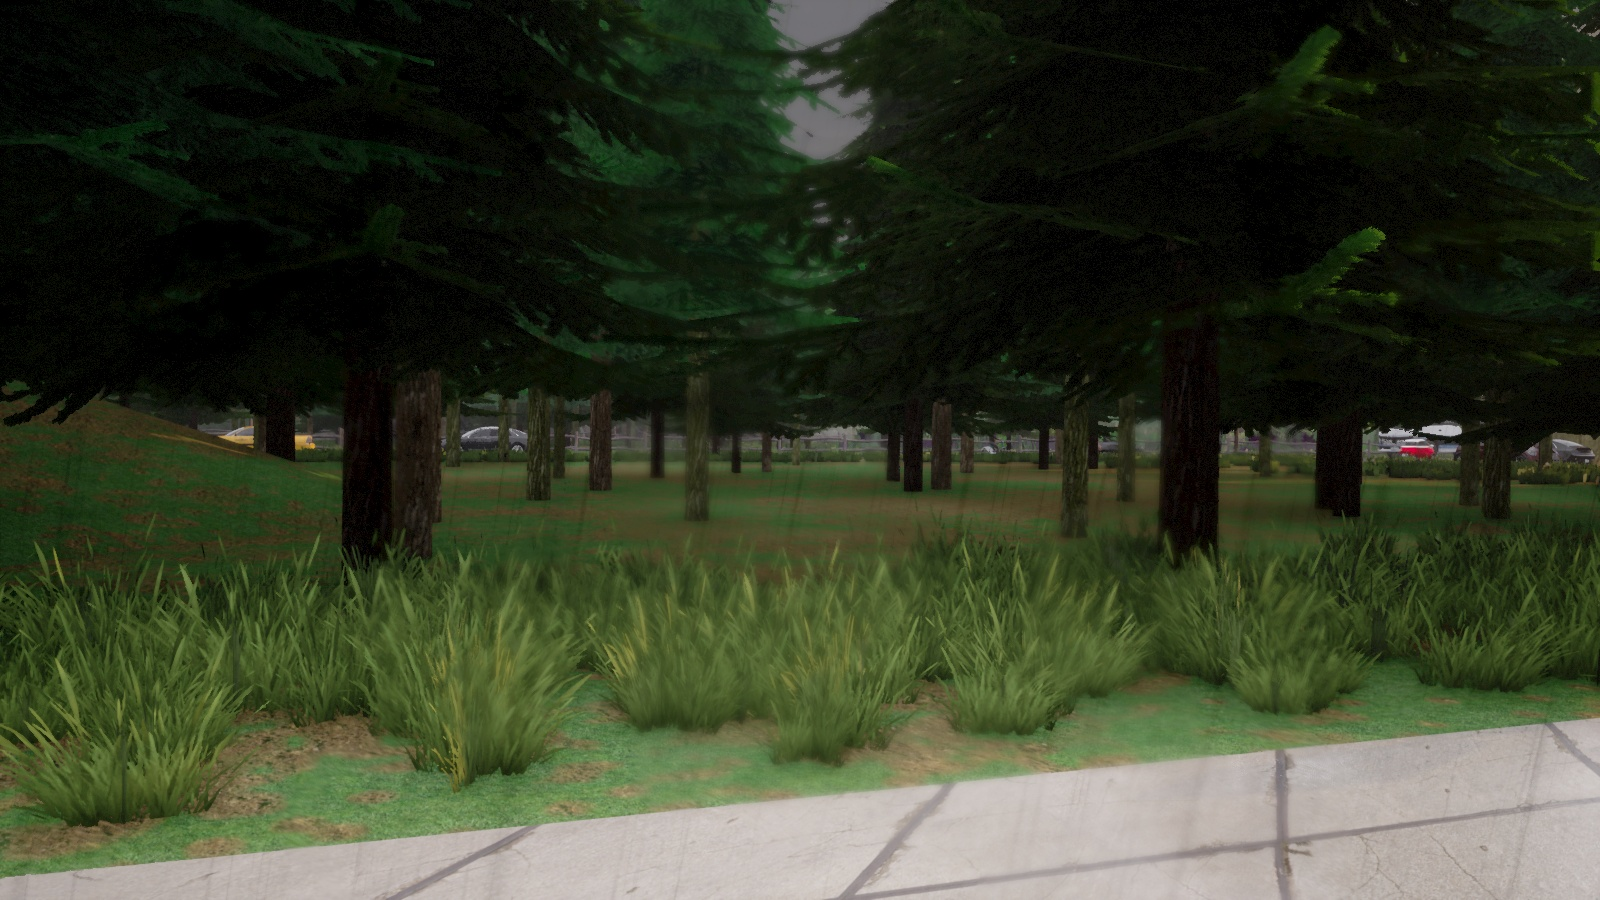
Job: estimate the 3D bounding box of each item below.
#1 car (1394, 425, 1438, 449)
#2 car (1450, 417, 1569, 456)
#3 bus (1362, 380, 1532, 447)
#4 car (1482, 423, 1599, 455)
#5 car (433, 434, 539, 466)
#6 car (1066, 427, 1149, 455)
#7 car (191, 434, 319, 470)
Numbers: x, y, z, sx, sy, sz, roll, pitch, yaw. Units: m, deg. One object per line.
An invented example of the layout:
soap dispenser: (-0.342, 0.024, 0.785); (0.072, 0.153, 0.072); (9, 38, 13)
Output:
car: (37.602, -0.808, 76.607); (2.207, 1.376, 1.481); (-2, 1, -33)
car: (33.241, -0.636, 59.011); (2.097, 1.767, 4.553); (-1, 1, -22)
bus: (42.684, -2.396, 82.883); (10.273, 4.253, 3.944); (-1, 1, -19)
car: (36.106, -0.558, 61.284); (1.837, 1.490, 4.892); (-1, 1, -22)
car: (-15.475, -0.037, 61.913); (4.892, 1.490, 1.837); (-1, 1, -21)
car: (17.244, -0.527, 70.337); (4.193, 1.474, 1.816); (-1, 1, -19)
car: (-25.178, 0.062, 58.221); (5.366, 1.575, 1.801); (-1, 1, -21)
